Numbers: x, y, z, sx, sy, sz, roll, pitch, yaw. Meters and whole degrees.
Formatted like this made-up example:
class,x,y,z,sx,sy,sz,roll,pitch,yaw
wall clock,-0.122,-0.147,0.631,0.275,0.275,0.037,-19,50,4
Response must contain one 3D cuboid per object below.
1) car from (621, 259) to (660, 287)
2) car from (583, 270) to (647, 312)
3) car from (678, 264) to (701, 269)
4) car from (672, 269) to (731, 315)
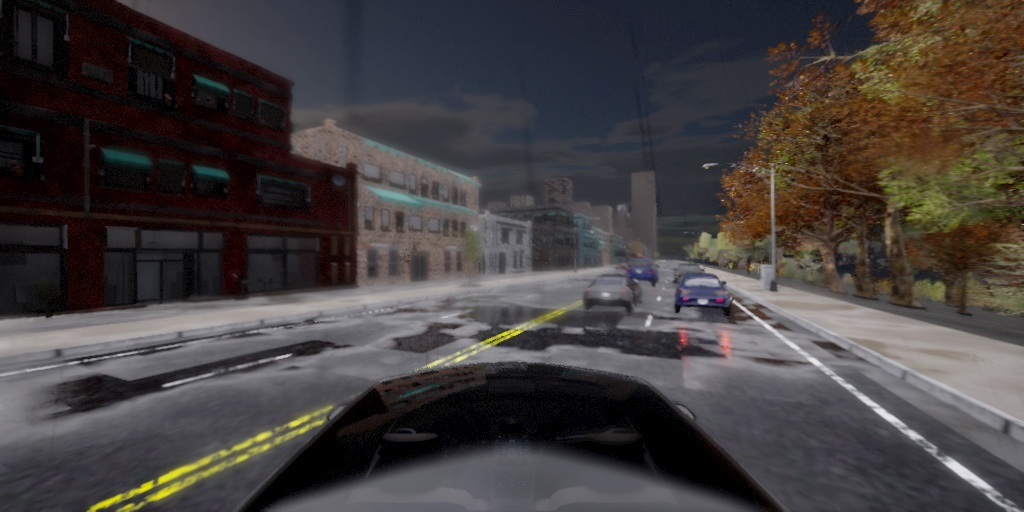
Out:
class,x,y,z,sx,sy,sz,roll,pitch,yaw
car,10.293,1.263,28.181,2.150,2.045,5.566,0,0,25
car,4.436,1.466,15.465,1.994,1.385,4.181,0,-1,25
car,13.613,1.379,27.593,2.097,1.767,4.553,0,-1,25
car,7.539,1.411,14.417,1.812,1.442,4.674,0,0,25
